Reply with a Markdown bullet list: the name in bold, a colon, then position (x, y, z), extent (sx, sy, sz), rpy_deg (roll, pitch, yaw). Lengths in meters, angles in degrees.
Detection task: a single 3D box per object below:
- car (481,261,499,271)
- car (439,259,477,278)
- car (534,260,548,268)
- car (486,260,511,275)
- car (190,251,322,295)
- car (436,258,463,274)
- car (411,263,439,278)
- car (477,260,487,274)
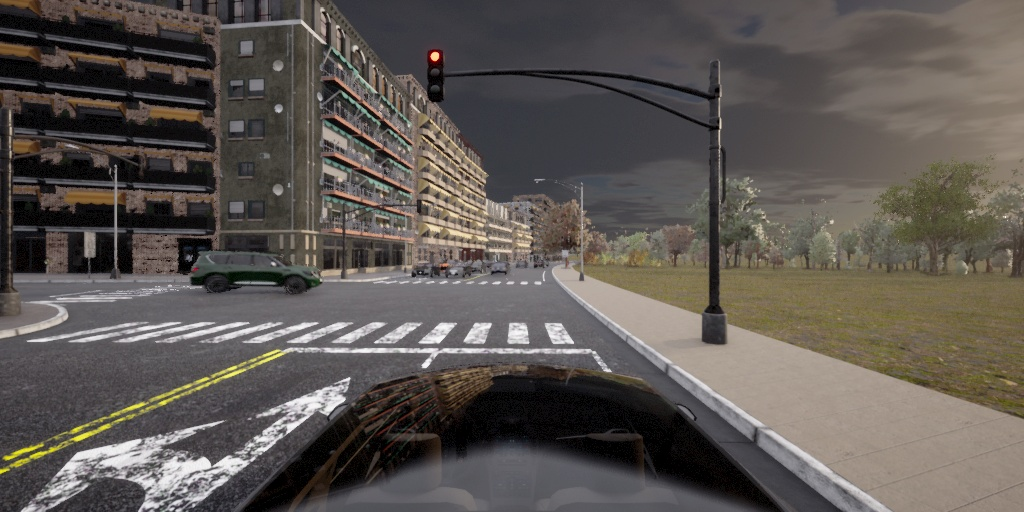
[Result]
- **car**: position (-3.216, 1.446, 53.397), extent (1.994, 1.385, 4.181), rpy_deg (0, 0, 7)
- **car**: position (-5.134, 1.301, 34.951), extent (2.128, 1.511, 4.902), rpy_deg (0, 0, 5)
- **car**: position (5.014, 1.447, 64.891), extent (1.837, 1.490, 4.892), rpy_deg (0, 0, 9)
- **car**: position (-1.197, 1.378, 40.140), extent (2.033, 1.411, 5.357), rpy_deg (0, 0, 5)
- **car**: position (-12.943, 0.842, 18.493), extent (5.566, 2.045, 2.150), rpy_deg (2, 0, -19)
- **car**: position (-7.582, 1.194, 43.742), extent (2.097, 1.767, 4.553), rpy_deg (0, 0, 6)
- **car**: position (-8.364, 1.374, 35.322), extent (1.994, 1.385, 4.181), rpy_deg (0, 0, 5)
- **car**: position (-4.271, 1.350, 44.254), extent (1.837, 1.490, 4.892), rpy_deg (0, 0, 6)
